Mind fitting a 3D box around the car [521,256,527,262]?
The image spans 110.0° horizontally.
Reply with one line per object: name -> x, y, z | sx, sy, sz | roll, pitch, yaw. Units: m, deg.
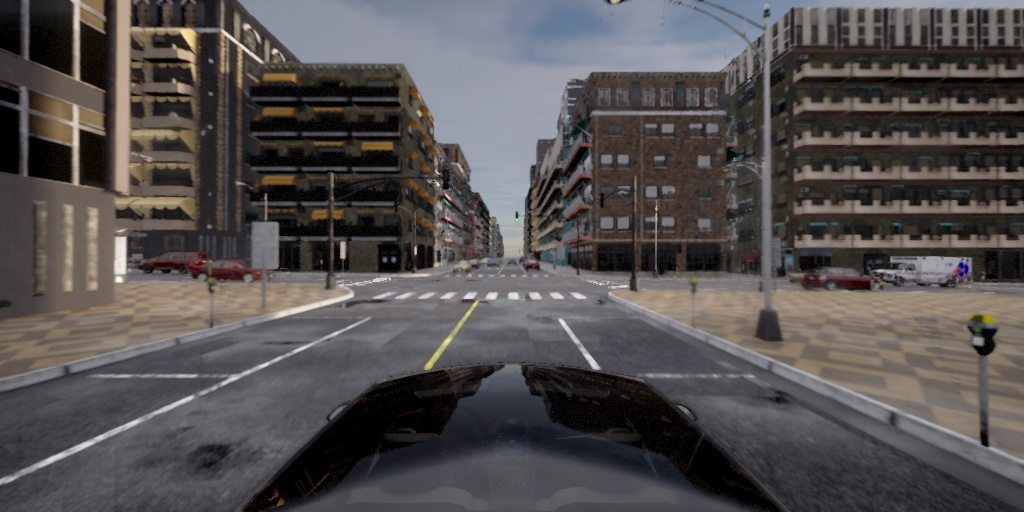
car -> 2.704, 1.075, 52.485 | 1.967, 1.591, 4.097 | 0, 0, 0

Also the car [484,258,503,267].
car -> -3.012, 1.185, 59.305 | 1.994, 1.385, 4.181 | 0, 0, 1

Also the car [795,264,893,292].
car -> 20.840, 1.449, 22.627 | 4.097, 1.591, 1.967 | 0, 0, 0

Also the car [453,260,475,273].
car -> -5.679, 1.185, 41.284 | 1.751, 1.417, 4.829 | 0, 0, 0

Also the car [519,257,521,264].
car -> 2.707, 1.194, 63.532 | 1.802, 1.307, 4.207 | 0, 0, 0

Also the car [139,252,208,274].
car -> -28.639, 0.617, 30.612 | 5.009, 1.841, 2.192 | 0, 0, 0

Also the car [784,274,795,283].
car -> 26.254, 1.683, 30.981 | 4.829, 1.417, 1.751 | 0, 0, 0

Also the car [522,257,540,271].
car -> 2.703, 1.193, 46.961 | 1.888, 1.381, 4.507 | 0, 0, 0

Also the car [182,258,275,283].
car -> -17.257, 0.962, 22.314 | 4.507, 1.381, 1.888 | 0, 0, 0

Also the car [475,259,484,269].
car -> -5.677, 1.181, 52.501 | 1.888, 1.381, 4.507 | 0, 0, 0

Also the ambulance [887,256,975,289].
ambulance -> 32.104, 1.258, 28.375 | 6.366, 2.431, 2.351 | 1, 0, 0
